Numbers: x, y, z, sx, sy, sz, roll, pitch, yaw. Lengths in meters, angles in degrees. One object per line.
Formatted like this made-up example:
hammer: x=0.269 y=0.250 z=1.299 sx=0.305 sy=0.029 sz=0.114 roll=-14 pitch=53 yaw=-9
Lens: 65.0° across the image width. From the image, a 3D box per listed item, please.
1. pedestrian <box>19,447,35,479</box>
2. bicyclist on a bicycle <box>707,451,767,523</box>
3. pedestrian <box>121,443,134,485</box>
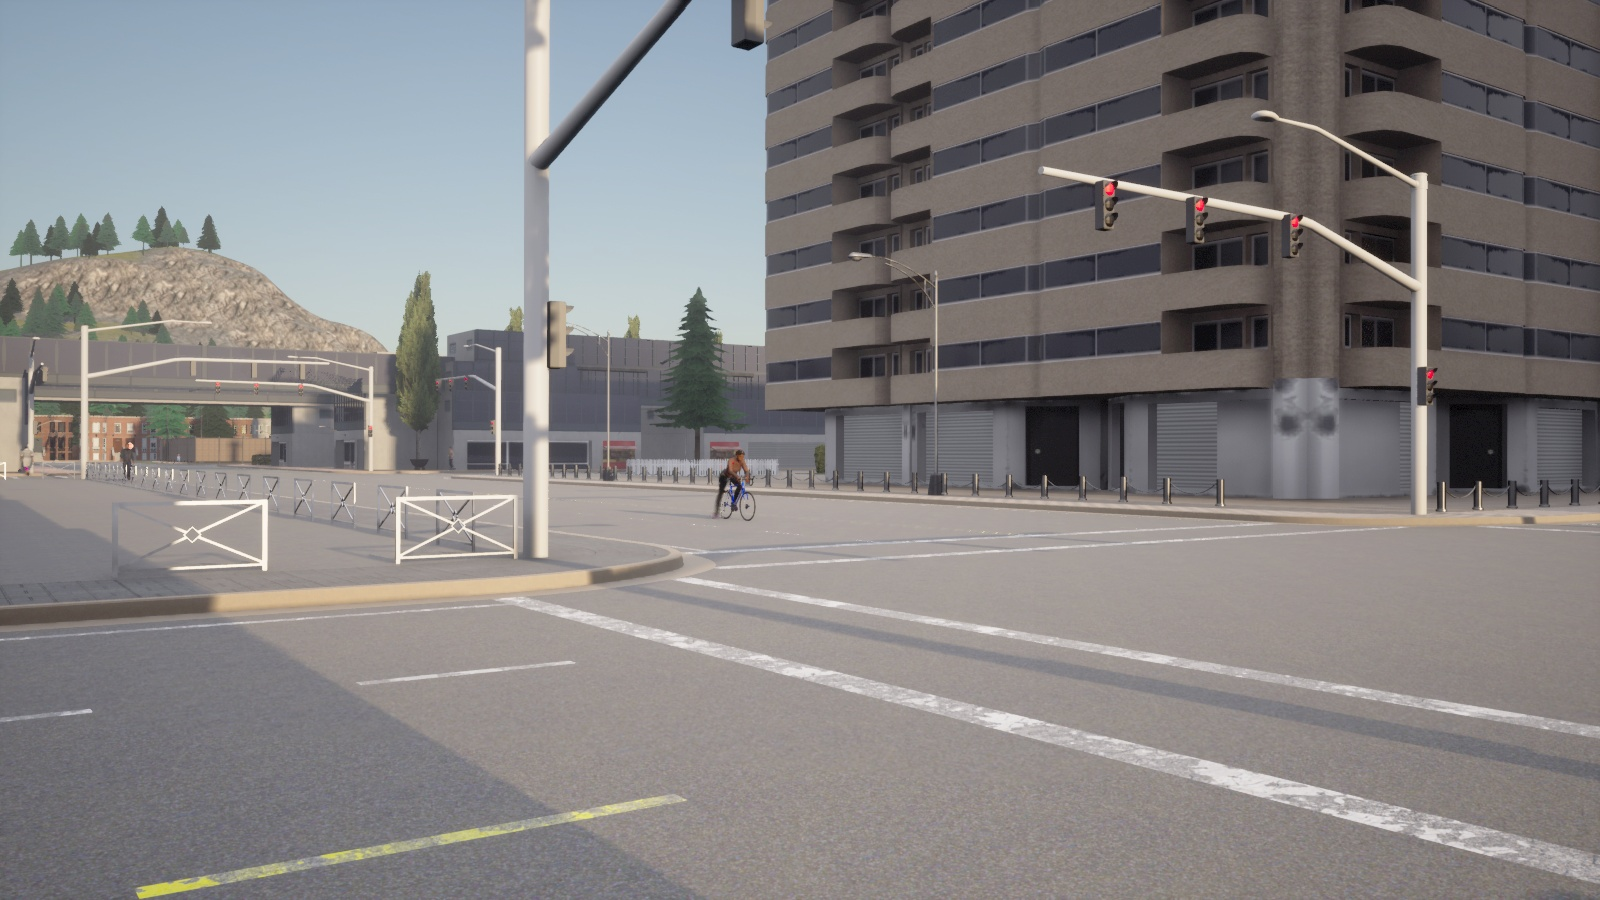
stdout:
pedestrian: x=-48.031 y=0.810 z=78.043 sx=0.873 sy=1.952 sz=0.659 roll=0 pitch=0 yaw=45
bicyclist on a bicycle: x=-1.465 y=0.827 z=28.995 sx=0.582 sy=1.620 sz=1.656 roll=0 pitch=0 yaw=-35
pedestrian: x=-31.517 y=0.670 z=58.848 sx=0.423 sy=1.949 sz=0.788 roll=0 pitch=0 yaw=-35
